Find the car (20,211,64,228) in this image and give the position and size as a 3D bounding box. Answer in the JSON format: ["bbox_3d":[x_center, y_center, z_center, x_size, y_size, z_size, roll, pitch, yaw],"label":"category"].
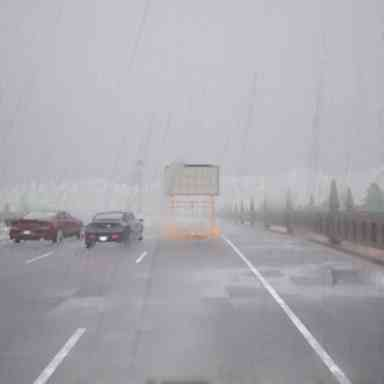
[{"bbox_3d":[-14.068,2.568,31.518,1.882,1.535,5.008,0,-4,0],"label":"car"}]

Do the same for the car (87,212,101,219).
[{"bbox_3d":[-21.895,5.273,74.387,2.033,1.411,5.357,0,-4,-8],"label":"car"}]

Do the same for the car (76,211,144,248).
[{"bbox_3d":[-3.386,1.616,15.122,1.837,1.490,4.892,0,-2,0],"label":"car"}]

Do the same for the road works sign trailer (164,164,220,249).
[{"bbox_3d":[0.015,0.566,14.873,2.380,3.560,2.880,0,-2,0],"label":"road works sign trailer"}]

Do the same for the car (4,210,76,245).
[{"bbox_3d":[-6.885,1.645,16.374,1.882,1.535,5.008,0,-3,0],"label":"car"}]
